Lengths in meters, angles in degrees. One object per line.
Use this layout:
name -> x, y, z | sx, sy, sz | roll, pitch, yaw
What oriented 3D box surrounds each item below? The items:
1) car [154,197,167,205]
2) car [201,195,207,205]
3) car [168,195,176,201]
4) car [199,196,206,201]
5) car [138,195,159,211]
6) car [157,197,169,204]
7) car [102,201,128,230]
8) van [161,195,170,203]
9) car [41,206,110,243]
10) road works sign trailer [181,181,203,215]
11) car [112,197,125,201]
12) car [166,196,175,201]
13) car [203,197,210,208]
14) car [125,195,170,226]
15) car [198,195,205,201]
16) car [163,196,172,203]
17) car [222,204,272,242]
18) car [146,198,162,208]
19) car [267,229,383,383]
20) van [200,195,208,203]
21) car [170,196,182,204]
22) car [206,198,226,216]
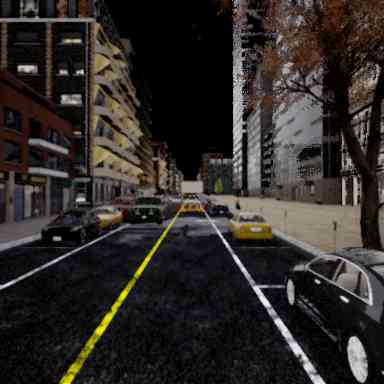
car -> -5.663, 1.694, 60.760 | 1.947, 1.339, 4.313 | 1, 0, 0
car -> 2.716, 1.543, 49.617 | 1.967, 1.590, 4.097 | 1, 0, 0
car -> -5.654, 1.731, 94.008 | 1.752, 1.417, 4.829 | 1, 0, 0
car -> 2.725, 1.774, 88.604 | 1.802, 1.307, 4.206 | 1, 0, 0
car -> -5.663, 1.406, 44.051 | 2.192, 1.841, 5.009 | 1, 0, 0
car -> -5.661, 1.692, 66.330 | 2.008, 1.369, 4.403 | 1, 0, 0
car -> -5.672, 1.569, 21.603 | 1.752, 1.417, 4.829 | 1, 0, 0
van -> -5.656, 1.495, 71.900 | 1.690, 1.788, 3.998 | 1, 0, 0
car -> -5.675, 1.598, 16.203 | 1.947, 1.339, 4.313 | 1, 0, 0
road works sign trailer -> 0.008, 0.536, 35.176 | 2.380, 3.560, 2.880 | 0, 0, 0
car -> -5.667, 1.370, 27.344 | 2.192, 1.841, 5.009 | 1, 0, 0
car -> -5.655, 1.743, 88.607 | 2.008, 1.369, 4.403 | 1, 0, 0
car -> 2.712, 1.629, 38.478 | 2.008, 1.369, 4.403 | 1, 0, 0
car -> -3.093, 1.270, 24.298 | 2.150, 2.045, 5.566 | 0, 0, 0
car -> 2.727, 1.731, 94.344 | 1.752, 1.417, 4.829 | 1, 0, 0
car -> -5.658, 1.692, 77.300 | 1.752, 1.417, 4.829 | 1, 0, 0
car -> 2.706, 1.557, 16.371 | 1.752, 1.417, 4.829 | 1, 0, 0
car -> -5.666, 1.648, 49.621 | 1.887, 1.381, 4.507 | 1, 0, 0
car -> 2.703, 1.561, 5.060 | 2.008, 1.369, 4.403 | 1, 0, 0
van -> 2.725, 1.507, 77.467 | 1.690, 1.788, 3.998 | 1, 0, 0
car -> -2.994, 1.659, 65.420 | 1.812, 1.442, 4.674 | 0, 0, 0
car -> 2.710, 1.617, 32.910 | 2.008, 1.369, 4.403 | 1, 0, 0
